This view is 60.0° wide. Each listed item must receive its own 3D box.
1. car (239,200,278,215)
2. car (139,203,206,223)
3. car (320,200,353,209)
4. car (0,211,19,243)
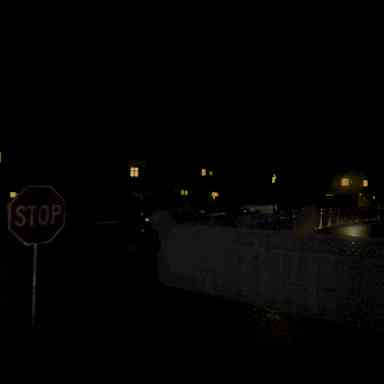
[{"bbox_3d":[6.600,1.544,32.453,4.674,1.442,1.812,1,2,-44],"label":"car"},{"bbox_3d":[-1.231,1.487,24.083,2.033,1.411,5.357,4,2,41],"label":"car"},{"bbox_3d":[18.916,1.710,43.127,5.357,1.411,2.033,1,2,-37],"label":"car"},{"bbox_3d":[-9.120,1.463,13.777,2.033,1.411,5.357,4,2,35],"label":"car"}]
